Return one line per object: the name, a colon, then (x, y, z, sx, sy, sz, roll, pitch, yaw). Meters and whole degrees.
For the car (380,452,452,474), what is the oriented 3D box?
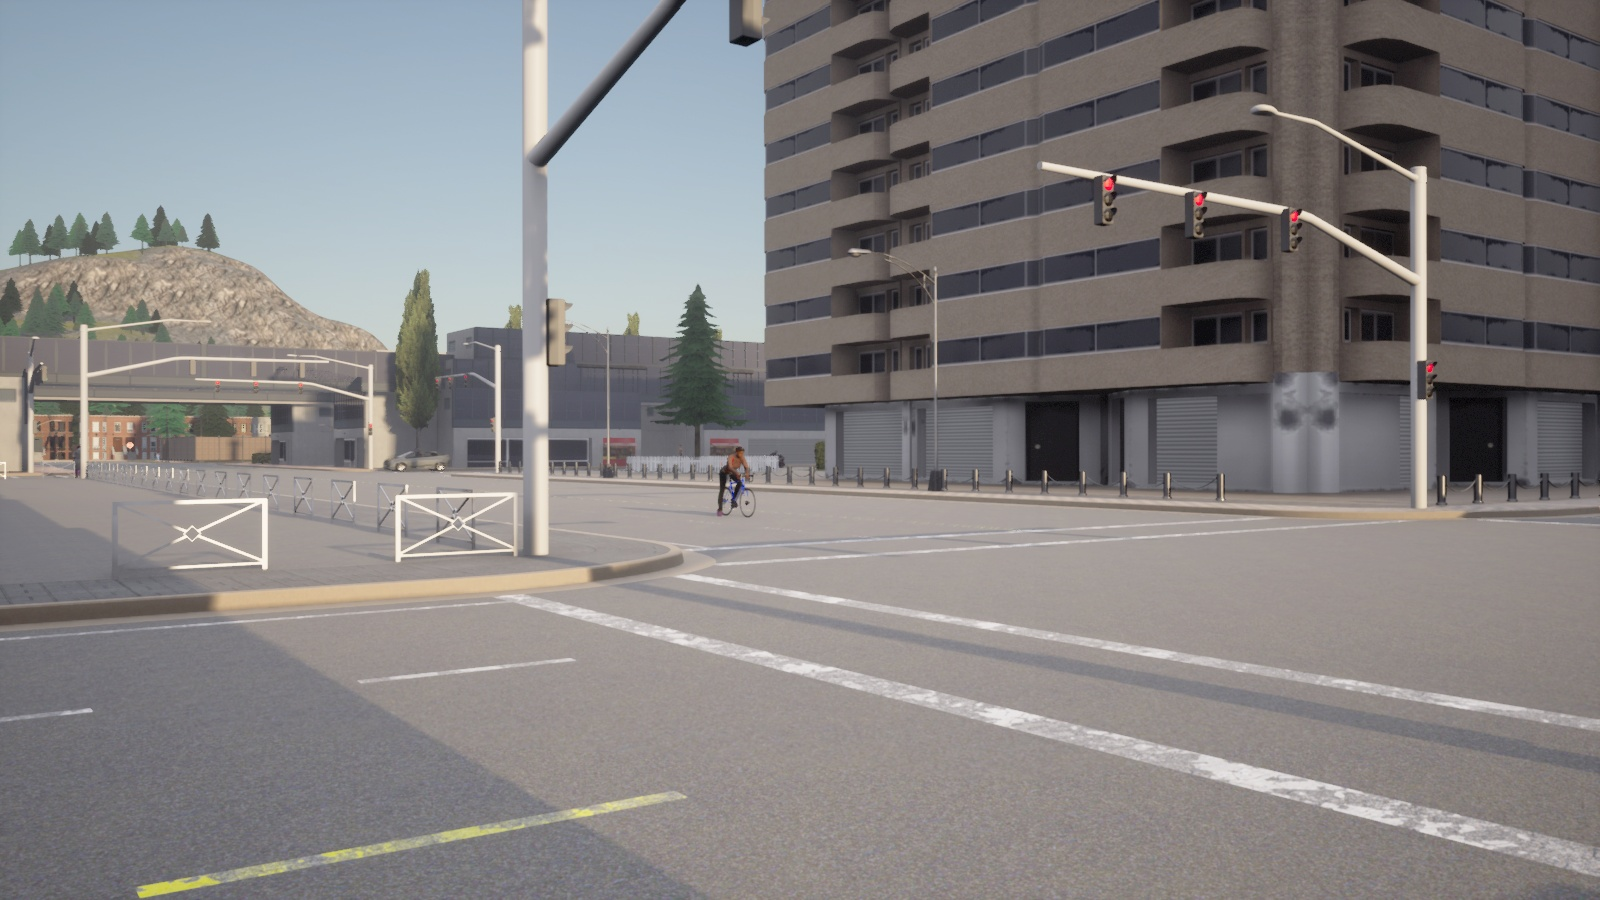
car: (-27.343, 0.886, 89.380, 4.514, 1.525, 2.007, 0, 0, -35)

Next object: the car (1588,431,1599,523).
car: (17.826, 0.495, 24.941, 4.553, 1.767, 2.097, -1, 0, -35)

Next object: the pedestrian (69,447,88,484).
pedestrian: (-38.010, 0.807, 66.156, 0.659, 1.952, 0.873, 0, 0, -41)

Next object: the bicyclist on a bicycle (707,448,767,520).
bicyclist on a bicycle: (-1.469, 0.754, 28.997, 0.582, 1.620, 1.656, 0, 0, -35)
